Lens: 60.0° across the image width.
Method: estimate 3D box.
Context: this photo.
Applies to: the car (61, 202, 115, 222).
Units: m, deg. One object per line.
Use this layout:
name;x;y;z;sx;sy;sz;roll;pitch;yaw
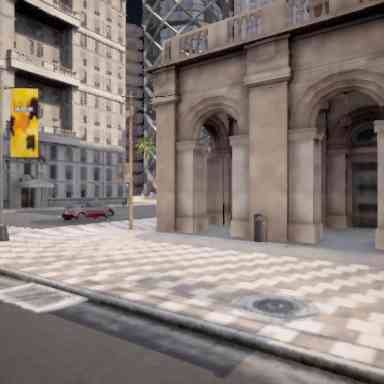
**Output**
car;-8.261;1.495;26.669;1.994;1.385;4.181;0;0;35
